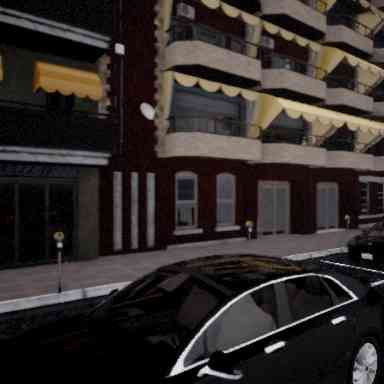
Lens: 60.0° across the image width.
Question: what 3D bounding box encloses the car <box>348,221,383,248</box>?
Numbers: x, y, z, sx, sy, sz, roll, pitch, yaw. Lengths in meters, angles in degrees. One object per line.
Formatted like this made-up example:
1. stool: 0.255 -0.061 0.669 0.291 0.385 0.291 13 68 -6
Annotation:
1. car: 7.321 1.681 11.800 4.313 1.339 1.947 1 -1 -36

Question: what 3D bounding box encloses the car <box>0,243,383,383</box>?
1. car: 0.241 1.524 3.551 4.892 1.490 1.837 1 0 -36
